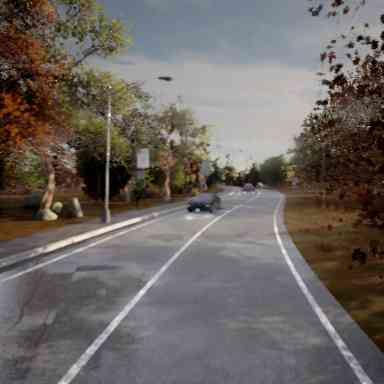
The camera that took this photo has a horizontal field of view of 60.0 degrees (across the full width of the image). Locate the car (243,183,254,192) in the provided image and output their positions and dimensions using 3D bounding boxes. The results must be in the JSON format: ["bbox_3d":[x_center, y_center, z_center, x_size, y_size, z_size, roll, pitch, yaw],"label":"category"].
[{"bbox_3d":[11.341,-0.967,66.822,2.097,1.767,4.553,1,2,8],"label":"car"}]

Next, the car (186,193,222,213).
[{"bbox_3d":[1.093,0.801,26.106,2.033,1.411,5.357,0,2,15],"label":"car"}]
